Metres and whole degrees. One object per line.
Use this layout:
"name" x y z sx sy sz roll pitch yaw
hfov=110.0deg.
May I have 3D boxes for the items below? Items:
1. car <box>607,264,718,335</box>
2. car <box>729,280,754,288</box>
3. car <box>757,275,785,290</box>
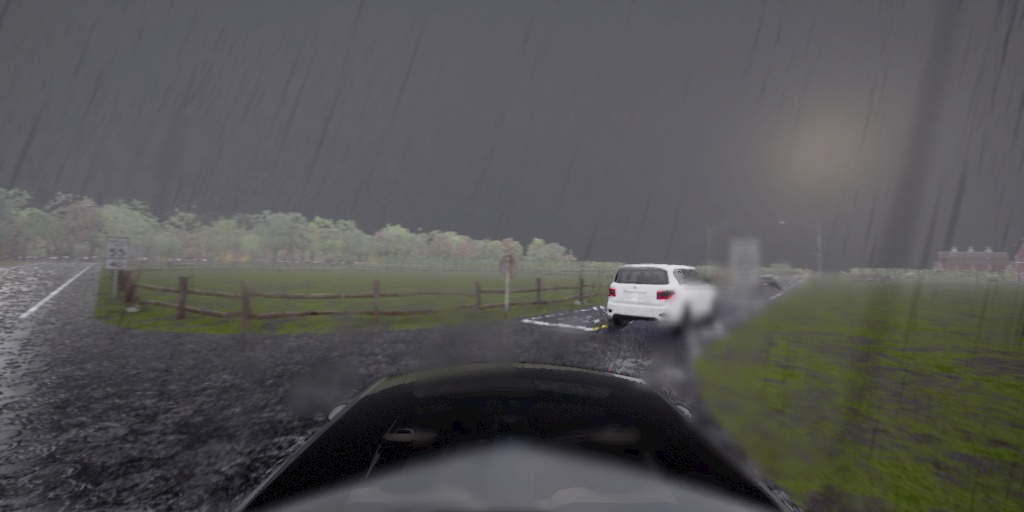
"car" 5.253 1.319 12.184 2.150 2.045 5.566 -1 -2 41
"car" 25.648 2.803 40.004 1.994 1.385 4.181 -1 -3 41
"car" 26.290 2.638 36.433 1.837 1.490 4.892 -1 -2 42
